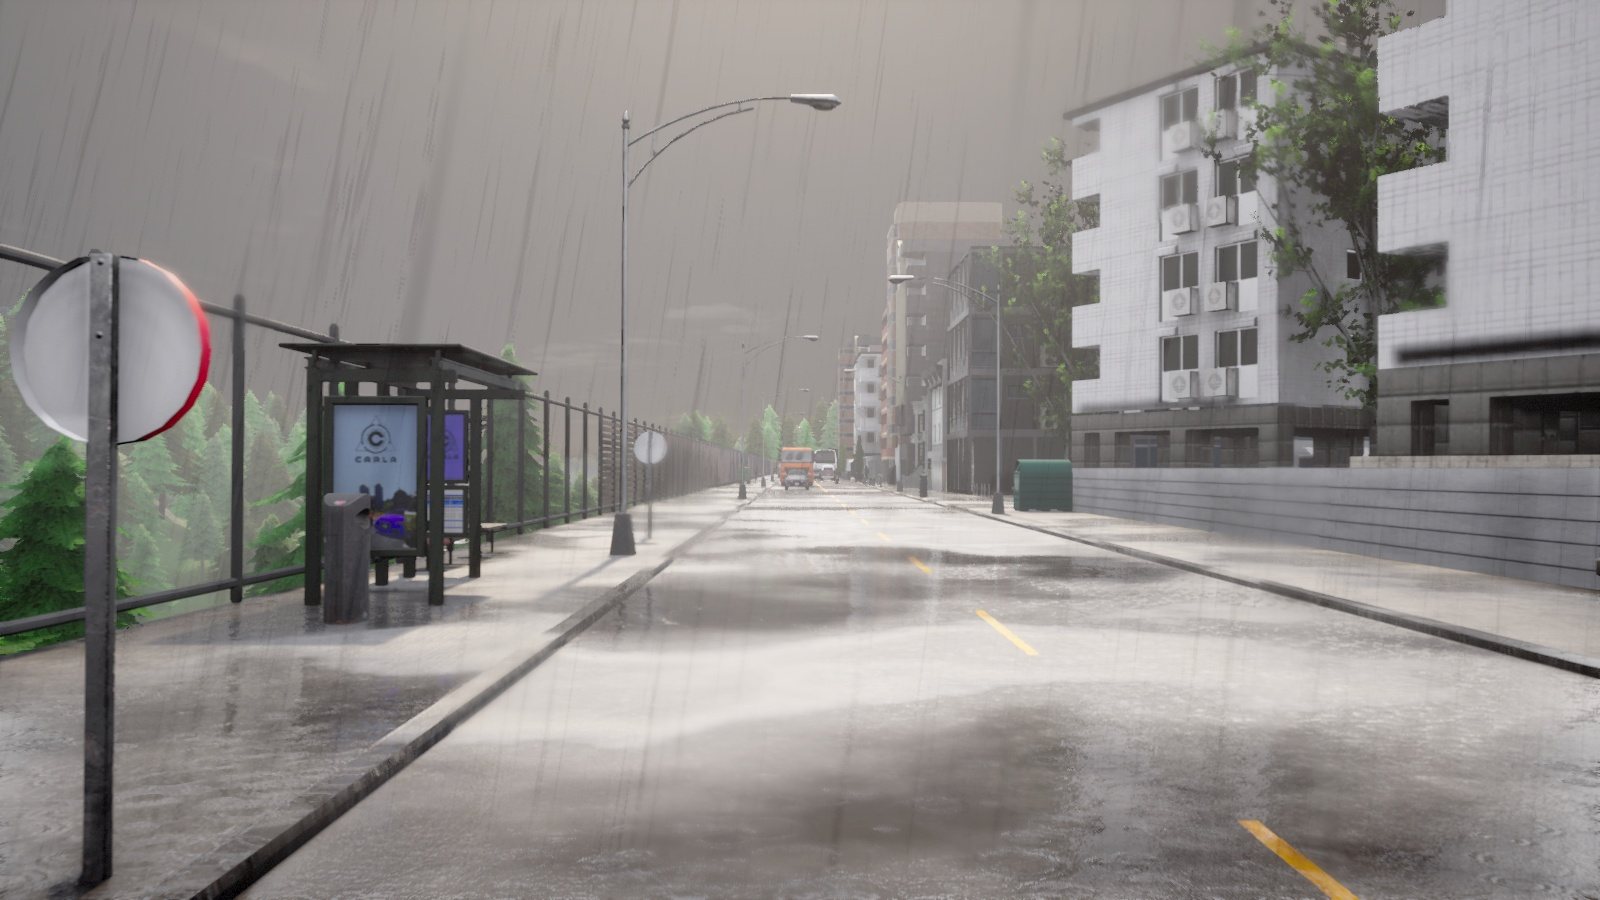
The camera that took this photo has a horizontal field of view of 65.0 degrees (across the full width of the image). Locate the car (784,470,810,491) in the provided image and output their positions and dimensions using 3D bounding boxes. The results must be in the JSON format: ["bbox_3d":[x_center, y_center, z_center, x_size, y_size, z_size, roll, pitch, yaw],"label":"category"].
[{"bbox_3d":[-0.204,2.154,90.765,1.816,1.474,4.193,0,-1,0],"label":"car"}]
